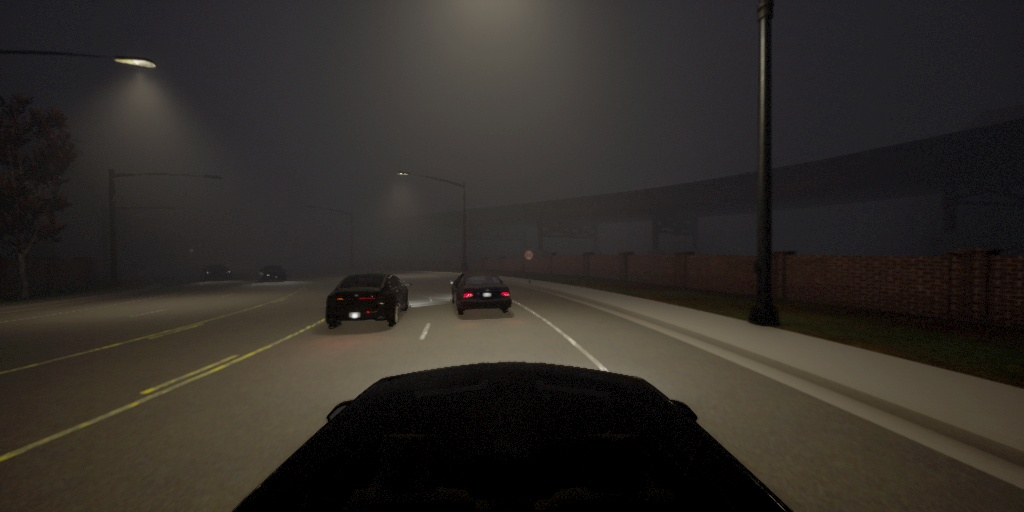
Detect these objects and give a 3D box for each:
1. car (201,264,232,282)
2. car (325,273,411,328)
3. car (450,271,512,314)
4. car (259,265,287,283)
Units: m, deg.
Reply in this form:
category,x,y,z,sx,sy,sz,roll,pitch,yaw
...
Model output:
category,x,y,z,sx,sy,sz,roll,pitch,yaw
car,-30.907,1.688,37.435,4.553,1.767,2.097,-1,1,44
car,-4.539,1.308,11.790,1.837,1.490,4.892,0,0,-10
car,-1.350,1.311,14.063,2.033,1.411,5.357,-1,0,-13
car,-22.459,1.643,33.634,1.837,1.490,4.892,-1,0,-41
